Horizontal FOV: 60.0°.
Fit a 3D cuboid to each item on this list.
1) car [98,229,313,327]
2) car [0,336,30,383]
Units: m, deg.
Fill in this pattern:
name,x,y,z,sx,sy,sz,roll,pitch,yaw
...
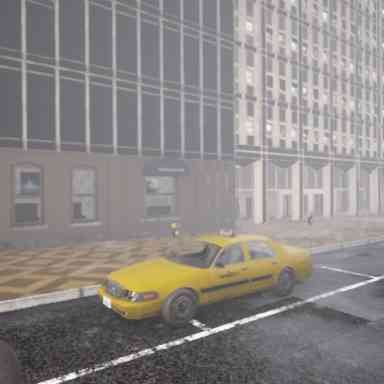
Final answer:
name,x,y,z,sx,sy,sz,roll,pitch,yaw
car,0.545,1.506,6.952,4.829,1.417,1.752,0,0,-35
car,-3.327,1.557,1.003,5.357,1.411,2.033,0,0,-35
